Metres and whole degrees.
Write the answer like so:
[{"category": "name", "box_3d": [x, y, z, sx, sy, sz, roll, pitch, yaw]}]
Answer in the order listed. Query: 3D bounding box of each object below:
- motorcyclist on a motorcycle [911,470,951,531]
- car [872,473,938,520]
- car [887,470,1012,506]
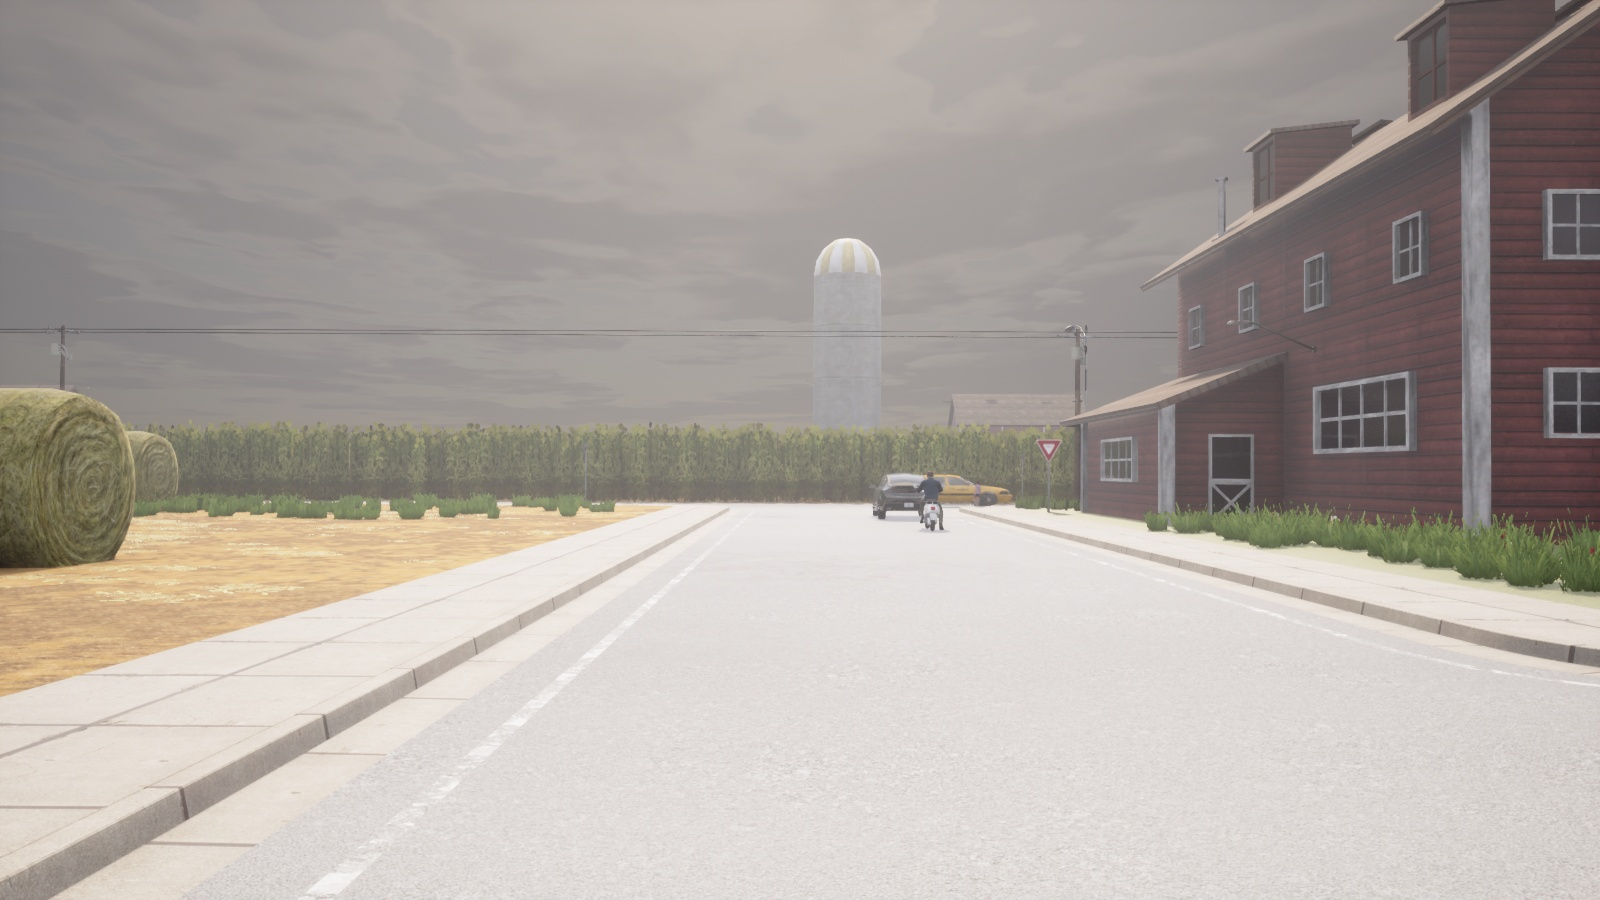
[{"category": "motorcyclist on a motorcycle", "box_3d": [3.492, 1.322, 33.611, 0.866, 1.590, 1.817, 0, -1, 0]}, {"category": "car", "box_3d": [3.489, 1.522, 42.494, 1.837, 1.490, 4.892, 0, -1, 0]}, {"category": "car", "box_3d": [6.615, 1.689, 55.846, 5.366, 1.575, 1.801, 0, -1, 1]}]
